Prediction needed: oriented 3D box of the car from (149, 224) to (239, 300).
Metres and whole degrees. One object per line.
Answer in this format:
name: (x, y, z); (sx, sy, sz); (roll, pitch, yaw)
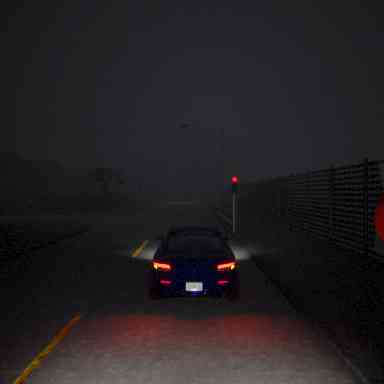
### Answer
car: (0.058, 1.526, 8.244); (1.812, 1.442, 4.674); (0, 0, 1)
